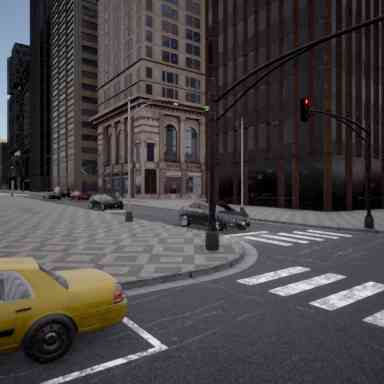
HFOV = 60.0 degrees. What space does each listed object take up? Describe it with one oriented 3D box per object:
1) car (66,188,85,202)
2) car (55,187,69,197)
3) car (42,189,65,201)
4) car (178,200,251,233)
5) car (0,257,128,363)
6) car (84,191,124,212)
[{"bbox_3d":[-15.965,0.575,47.490,1.882,1.535,5.008,0,1,-35],"label":"car"},{"bbox_3d":[-21.926,0.133,55.751,2.150,2.045,5.566,0,1,-36],"label":"car"},{"bbox_3d":[-20.540,0.635,48.624,1.895,1.301,4.718,0,1,-35],"label":"car"},{"bbox_3d":[1.112,1.248,18.196,1.837,1.490,4.892,0,1,-36],"label":"car"},{"bbox_3d":[-3.283,1.526,4.308,4.829,1.417,1.752,0,0,-35],"label":"car"},{"bbox_3d":[-8.053,0.914,31.019,1.882,1.535,5.008,0,1,-35],"label":"car"}]
